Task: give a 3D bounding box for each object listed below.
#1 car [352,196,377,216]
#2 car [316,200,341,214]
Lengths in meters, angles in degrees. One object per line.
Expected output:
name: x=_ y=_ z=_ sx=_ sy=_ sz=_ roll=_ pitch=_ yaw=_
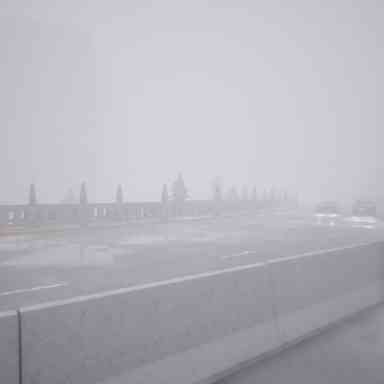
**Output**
car: x=16.802 y=1.490 z=32.344 sx=2.128 sy=1.511 sz=4.902 roll=0 pitch=0 yaw=32
car: x=14.445 y=1.563 z=35.168 sx=1.994 sy=1.385 sz=4.181 roll=0 pitch=0 yaw=32
